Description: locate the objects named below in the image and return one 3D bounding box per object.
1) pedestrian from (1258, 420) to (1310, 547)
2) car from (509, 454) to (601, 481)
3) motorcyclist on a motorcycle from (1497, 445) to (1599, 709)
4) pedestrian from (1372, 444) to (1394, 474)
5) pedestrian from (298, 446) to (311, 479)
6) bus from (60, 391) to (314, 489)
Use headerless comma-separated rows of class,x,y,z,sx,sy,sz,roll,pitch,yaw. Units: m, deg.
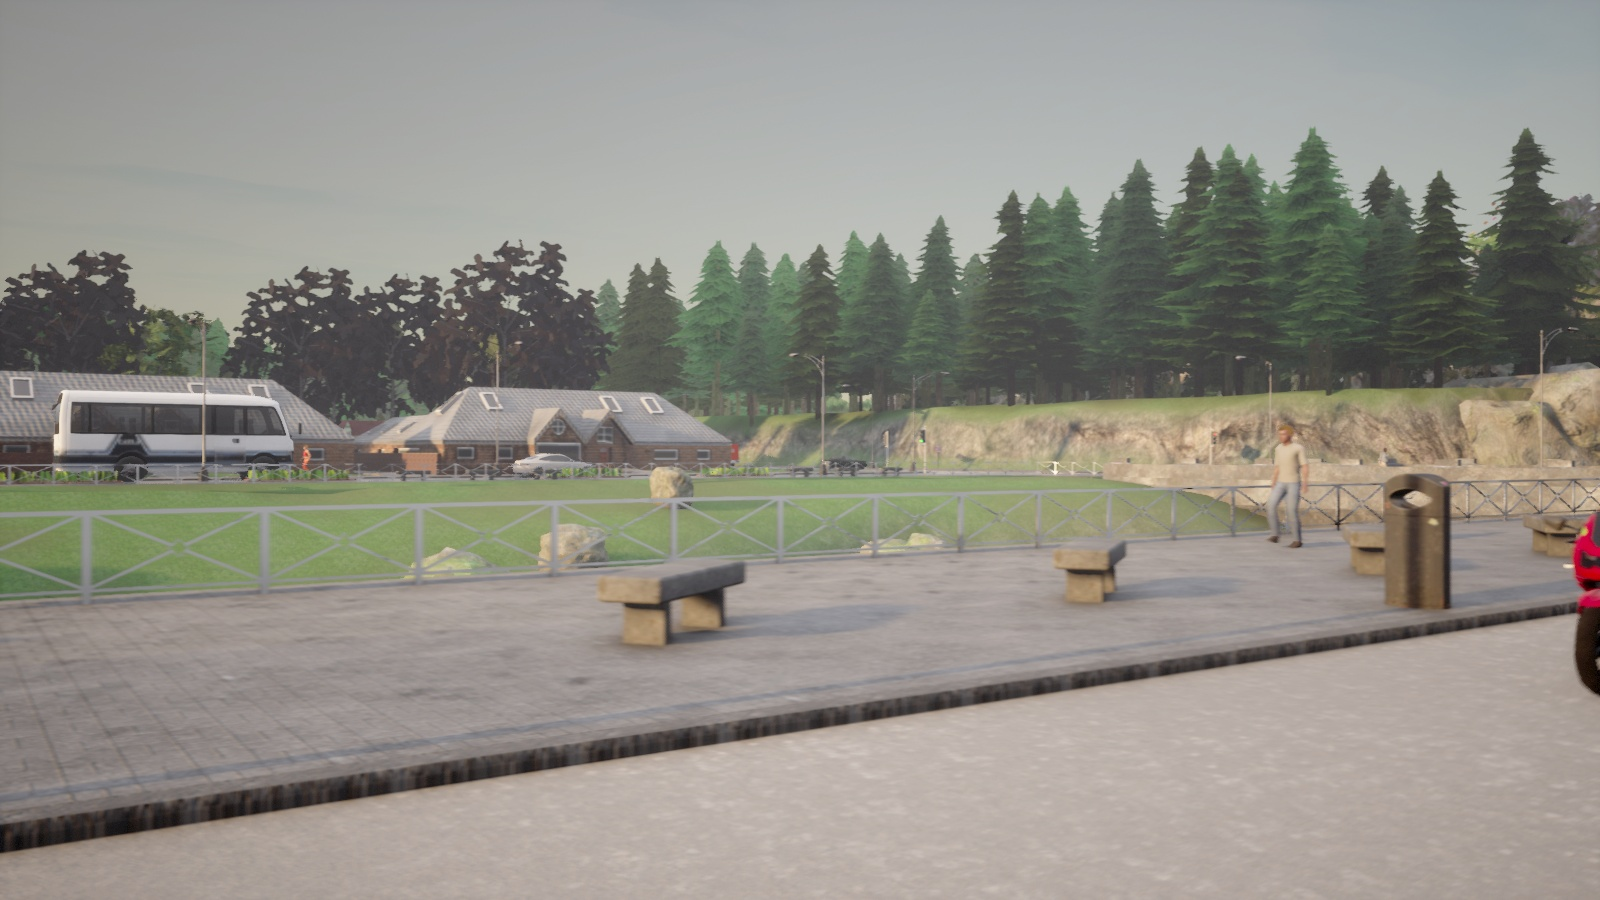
pedestrian,7.094,0.485,18.413,0.706,1.836,0.354,0,0,-31
car,-13.608,0.971,69.919,4.674,1.442,1.812,0,0,-35
motorcyclist on a motorcycle,5.366,0.735,8.003,2.044,1.523,0.797,0,0,-35
pedestrian,36.389,0.570,78.352,0.874,1.855,0.900,0,0,-34
pedestrian,-27.958,0.688,70.830,0.594,1.836,0.345,0,0,-40
bus,-28.831,-0.425,59.334,10.273,4.253,3.944,0,0,-35
